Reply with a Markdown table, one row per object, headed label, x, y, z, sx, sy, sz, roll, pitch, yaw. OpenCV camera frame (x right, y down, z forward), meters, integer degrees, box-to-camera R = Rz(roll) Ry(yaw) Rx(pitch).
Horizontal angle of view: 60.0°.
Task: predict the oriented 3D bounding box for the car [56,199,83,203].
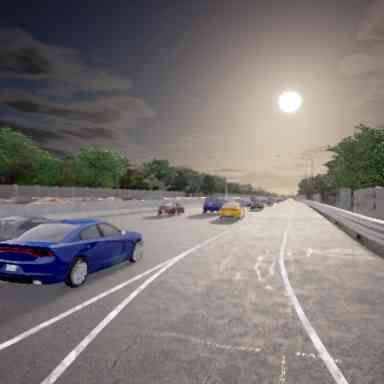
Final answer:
| label | x | y | z | sx | sy | sz | roll | pitch | yaw |
| --- | --- | --- | --- | --- | --- | --- | --- | --- | --- |
| car | -14.688 | 1.664 | 43.175 | 2.033 | 1.411 | 5.357 | 1 | 0 | 18 |

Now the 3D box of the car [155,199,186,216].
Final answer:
| label | x | y | z | sx | sy | sz | roll | pitch | yaw |
| --- | --- | --- | --- | --- | --- | --- | --- | --- | --- |
| car | -2.224 | 1.782 | 35.911 | 1.812 | 1.442 | 4.674 | 1 | 0 | 17 |

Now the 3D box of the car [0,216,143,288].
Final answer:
| label | x | y | z | sx | sy | sz | roll | pitch | yaw |
| --- | --- | --- | --- | --- | --- | --- | --- | --- | --- |
| car | -3.121 | 1.506 | 9.504 | 1.882 | 1.535 | 5.008 | 1 | 0 | 17 |

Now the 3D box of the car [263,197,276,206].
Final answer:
| label | x | y | z | sx | sy | sz | roll | pitch | yaw |
| --- | --- | --- | --- | --- | --- | --- | --- | --- | --- |
| car | 18.426 | 2.560 | 79.339 | 1.895 | 1.301 | 4.718 | 1 | -1 | 17 |

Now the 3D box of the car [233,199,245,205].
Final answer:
| label | x | y | z | sx | sy | sz | roll | pitch | yaw |
| --- | --- | --- | --- | --- | --- | --- | --- | --- | --- |
| car | 11.496 | 2.389 | 80.603 | 2.128 | 1.511 | 4.902 | 1 | -1 | 17 |

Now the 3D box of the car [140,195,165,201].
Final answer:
| label | x | y | z | sx | sy | sz | roll | pitch | yaw |
| --- | --- | --- | --- | --- | --- | --- | --- | --- | --- |
| car | -6.447 | 1.589 | 57.887 | 2.150 | 2.045 | 5.566 | 1 | -1 | 18 |

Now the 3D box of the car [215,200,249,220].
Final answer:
| label | x | y | z | sx | sy | sz | roll | pitch | yaw |
| --- | --- | --- | --- | --- | --- | --- | --- | --- | --- |
| car | 3.959 | 1.801 | 32.212 | 1.882 | 1.535 | 5.008 | 1 | 0 | 17 |

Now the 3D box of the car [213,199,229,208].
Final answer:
| label | x | y | z | sx | sy | sz | roll | pitch | yaw |
| --- | --- | --- | --- | --- | --- | --- | --- | --- | --- |
| car | 5.287 | 2.083 | 60.271 | 1.837 | 1.490 | 4.892 | 1 | -1 | 17 |

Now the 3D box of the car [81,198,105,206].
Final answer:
| label | x | y | z | sx | sy | sz | roll | pitch | yaw |
| --- | --- | --- | --- | --- | --- | --- | --- | --- | --- |
| car | -17.340 | 1.759 | 58.219 | 1.994 | 1.385 | 4.181 | 1 | 0 | 18 |

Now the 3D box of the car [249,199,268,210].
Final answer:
| label | x | y | z | sx | sy | sz | roll | pitch | yaw |
| --- | --- | --- | --- | --- | --- | --- | --- | --- | --- |
| car | 10.726 | 2.212 | 54.136 | 1.895 | 1.301 | 4.718 | 1 | -1 | 17 |

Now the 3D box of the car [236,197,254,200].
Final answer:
| label | x | y | z | sx | sy | sz | roll | pitch | yaw |
| --- | --- | --- | --- | --- | --- | --- | --- | --- | --- |
| car | 10.366 | 2.263 | 64.906 | 1.994 | 1.385 | 4.181 | 1 | -1 | 17 |

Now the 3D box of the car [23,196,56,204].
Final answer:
| label | x | y | z | sx | sy | sz | roll | pitch | yaw |
| --- | --- | --- | --- | --- | --- | --- | --- | --- | --- |
| car | -18.576 | 1.527 | 42.496 | 1.882 | 1.535 | 5.008 | 1 | 0 | 18 |

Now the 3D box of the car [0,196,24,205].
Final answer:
| label | x | y | z | sx | sy | sz | roll | pitch | yaw |
| --- | --- | --- | --- | --- | --- | --- | --- | --- | --- |
| car | -22.216 | 1.344 | 42.563 | 2.097 | 1.767 | 4.553 | 1 | 0 | 18 |

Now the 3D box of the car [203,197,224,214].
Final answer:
| label | x | y | z | sx | sy | sz | roll | pitch | yaw |
| --- | --- | --- | --- | --- | --- | --- | --- | --- | --- |
| car | 2.898 | 1.597 | 40.598 | 2.150 | 2.045 | 5.566 | 1 | 0 | 17 |

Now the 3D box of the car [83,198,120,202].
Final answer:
| label | x | y | z | sx | sy | sz | roll | pitch | yaw |
| --- | --- | --- | --- | --- | --- | --- | --- | --- | --- |
| car | -11.354 | 1.726 | 42.144 | 1.994 | 1.385 | 4.181 | 1 | -1 | 18 |

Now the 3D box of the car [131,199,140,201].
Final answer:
| label | x | y | z | sx | sy | sz | roll | pitch | yaw |
| --- | --- | --- | --- | --- | --- | --- | --- | --- | --- |
| car | -9.747 | 1.888 | 59.061 | 1.994 | 1.385 | 4.181 | 1 | 0 | 18 |

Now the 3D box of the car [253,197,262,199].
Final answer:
| label | x | y | z | sx | sy | sz | roll | pitch | yaw |
| --- | --- | --- | --- | --- | --- | --- | --- | --- | --- |
| car | 16.816 | 2.504 | 86.065 | 1.837 | 1.490 | 4.892 | 1 | -1 | 17 |
